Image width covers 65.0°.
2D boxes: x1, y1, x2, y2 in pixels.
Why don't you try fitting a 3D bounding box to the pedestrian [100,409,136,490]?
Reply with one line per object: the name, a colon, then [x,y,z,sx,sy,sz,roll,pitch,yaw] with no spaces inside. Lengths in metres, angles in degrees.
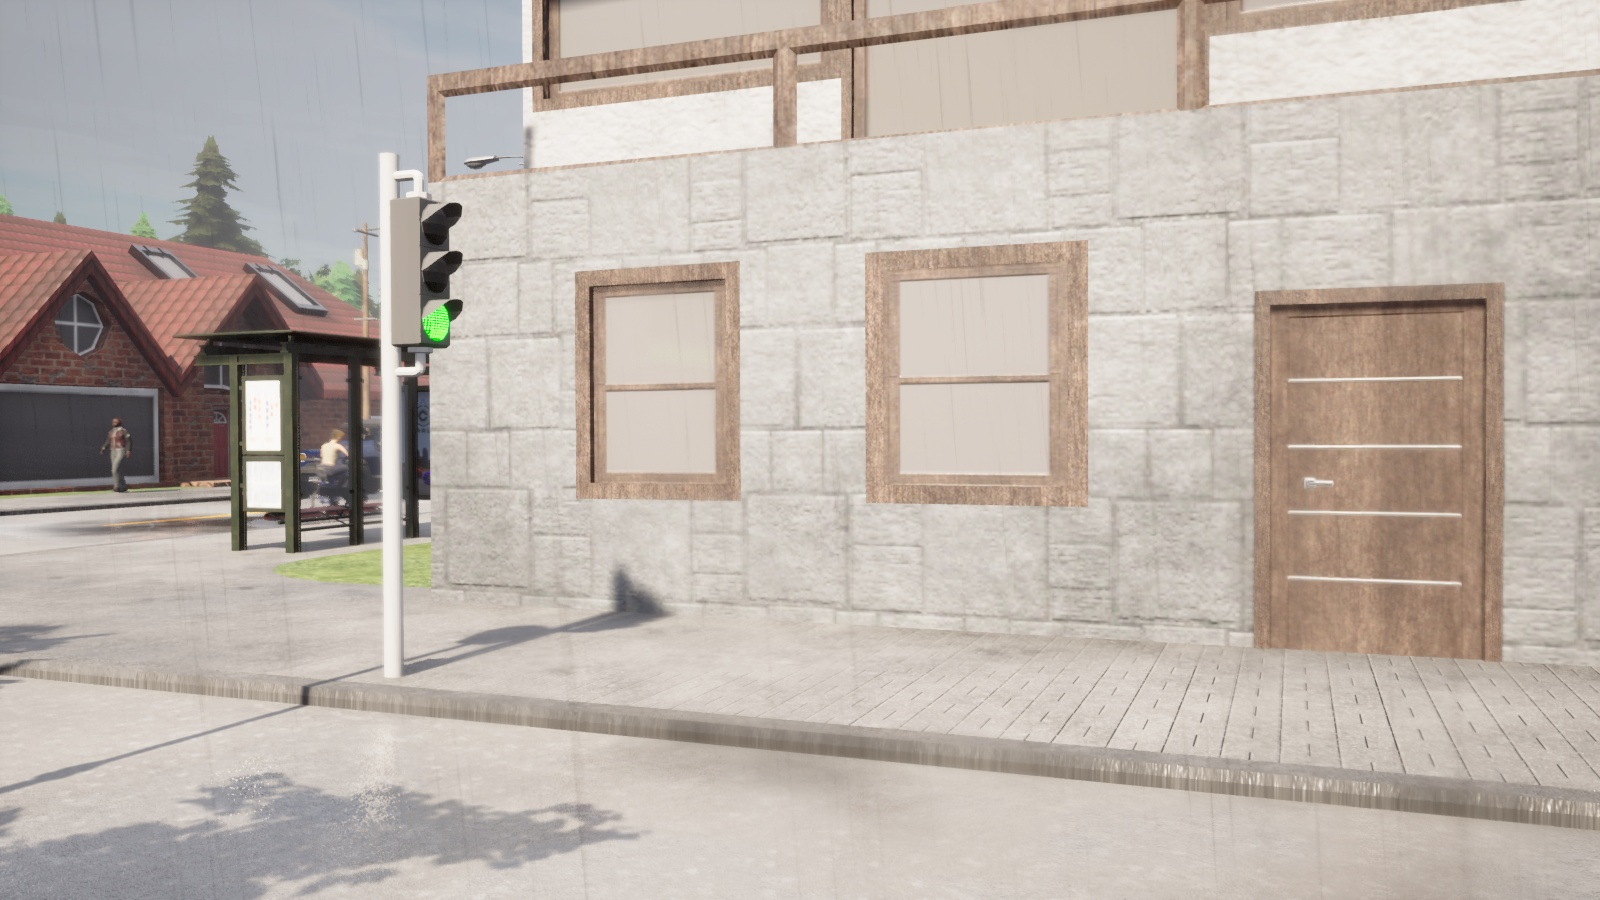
pedestrian: [-16.399,-0.009,30.198,0.402,1.930,0.666,1,1,17]
